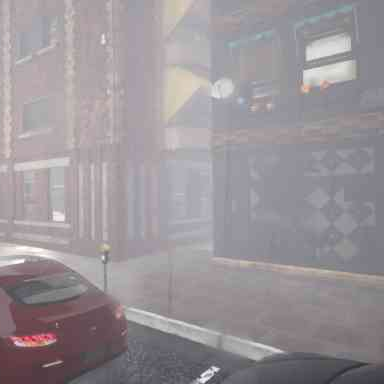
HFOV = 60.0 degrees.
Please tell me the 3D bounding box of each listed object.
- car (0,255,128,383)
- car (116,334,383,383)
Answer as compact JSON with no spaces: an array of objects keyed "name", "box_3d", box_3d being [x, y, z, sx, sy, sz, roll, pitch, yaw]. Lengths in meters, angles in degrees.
[{"name":"car","box_3d":[-2.730,1.583,4.783,4.206,1.307,1.802,0,-1,35]},{"name":"car","box_3d":[1.881,1.566,1.507,4.313,1.339,1.947,0,-1,35]}]
